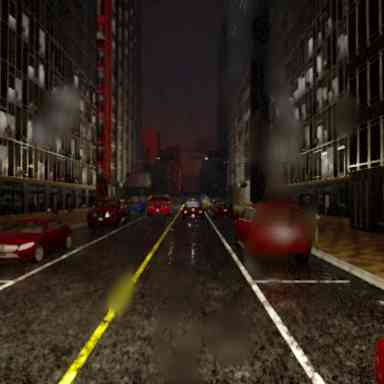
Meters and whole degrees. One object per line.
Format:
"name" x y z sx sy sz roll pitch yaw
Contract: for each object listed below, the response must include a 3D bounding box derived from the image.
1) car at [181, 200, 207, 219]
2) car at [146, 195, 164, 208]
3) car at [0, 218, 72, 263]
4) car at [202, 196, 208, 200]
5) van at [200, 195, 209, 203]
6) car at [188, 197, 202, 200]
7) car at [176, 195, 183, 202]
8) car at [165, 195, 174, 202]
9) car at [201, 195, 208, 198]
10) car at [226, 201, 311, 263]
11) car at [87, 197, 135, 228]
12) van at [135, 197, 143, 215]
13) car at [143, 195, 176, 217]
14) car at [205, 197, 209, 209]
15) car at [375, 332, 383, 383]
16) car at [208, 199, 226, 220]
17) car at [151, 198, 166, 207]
"car" 0.097 1.677 29.662 1.895 1.301 4.718 0 0 0
"car" -5.644 1.448 51.067 2.192 1.841 5.009 1 0 0
"car" -5.678 1.613 12.041 1.802 1.307 4.206 1 0 0
"car" 2.699 1.644 45.775 1.752 1.417 4.829 1 0 0
"van" 2.700 1.537 73.492 1.690 1.788 3.998 1 0 0
"car" 0.094 1.642 44.749 1.812 1.442 4.674 0 0 0
"car" -3.008 1.407 73.169 2.097 1.767 4.553 0 0 0
"car" -5.650 1.666 84.518 1.967 1.590 4.097 1 0 0
"car" 2.698 1.690 62.506 1.752 1.417 4.829 1 0 0
"car" 2.707 1.347 12.142 2.192 1.841 5.009 1 0 0
"car" -5.674 1.375 23.191 2.192 1.841 5.009 1 0 0
"van" -5.685 1.430 34.342 1.690 1.788 3.998 1 0 0
"car" -3.100 1.306 32.710 2.150 2.045 5.566 0 0 0
"car" 2.702 1.529 34.450 1.967 1.590 4.097 1 0 0
"car" 2.708 1.318 0.988 2.192 1.841 5.009 1 0 0
"car" 2.703 1.515 28.873 1.967 1.590 4.097 1 0 0
"car" -5.650 1.714 56.641 1.947 1.339 4.313 1 0 0
